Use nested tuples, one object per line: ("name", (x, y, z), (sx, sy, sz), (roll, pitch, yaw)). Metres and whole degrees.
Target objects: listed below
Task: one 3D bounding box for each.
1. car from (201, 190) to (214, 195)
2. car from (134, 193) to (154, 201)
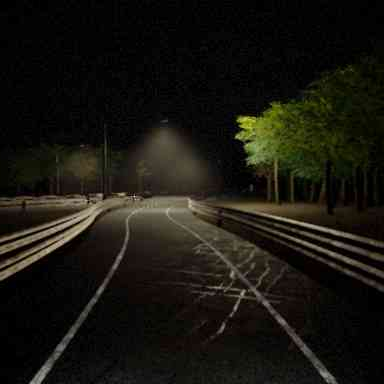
("car", (4.352, 0.277, 93.688), (2.033, 1.411, 5.357), (0, 2, 31))
("car", (-9.971, 0.891, 69.396), (1.837, 1.490, 4.892), (0, 2, 31))
